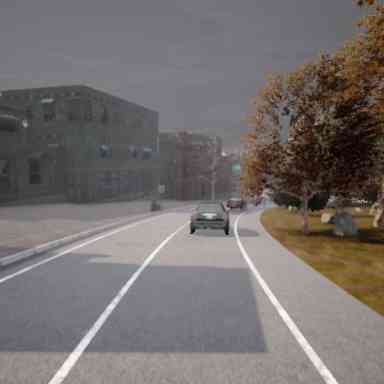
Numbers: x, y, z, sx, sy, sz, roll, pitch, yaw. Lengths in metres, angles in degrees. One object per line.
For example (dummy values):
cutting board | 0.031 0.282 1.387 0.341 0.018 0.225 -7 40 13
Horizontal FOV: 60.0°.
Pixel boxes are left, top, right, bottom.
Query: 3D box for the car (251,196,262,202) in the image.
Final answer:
car | 12.324 1.446 64.987 1.812 1.442 4.674 3 1 28

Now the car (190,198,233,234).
car | 1.110 1.302 19.185 2.097 1.767 4.553 1 0 6

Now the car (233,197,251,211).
car | 5.522 1.380 40.286 1.882 1.535 5.008 2 0 17
